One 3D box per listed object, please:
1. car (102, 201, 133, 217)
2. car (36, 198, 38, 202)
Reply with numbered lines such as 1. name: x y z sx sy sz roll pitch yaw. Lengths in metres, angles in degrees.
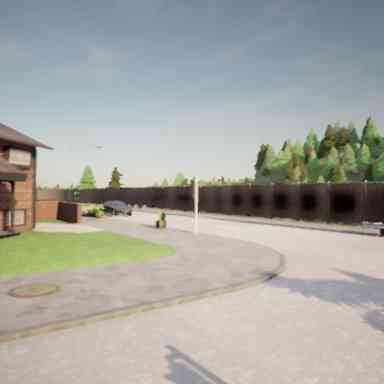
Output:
1. car: -7.681 1.672 33.695 1.837 1.490 4.892 1 0 -35
2. car: -33.847 1.694 70.413 2.128 1.511 4.902 1 -1 -35
